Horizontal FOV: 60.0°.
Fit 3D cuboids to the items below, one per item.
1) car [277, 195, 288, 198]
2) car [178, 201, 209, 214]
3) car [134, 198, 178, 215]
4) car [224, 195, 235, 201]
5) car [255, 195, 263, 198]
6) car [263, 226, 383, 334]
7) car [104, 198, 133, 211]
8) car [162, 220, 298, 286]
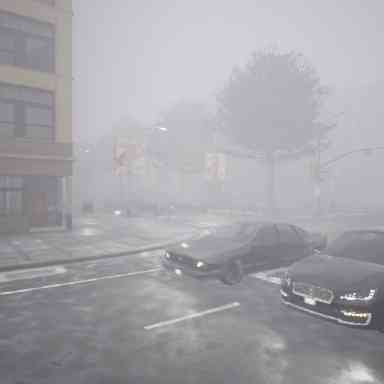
[{"bbox_3d":[18.256,1.320,69.210,2.002,1.452,4.674,0,0,-36],"label":"car"},{"bbox_3d":[-0.277,1.601,34.989,1.895,1.301,4.718,0,0,-36],"label":"car"},{"bbox_3d":[-3.736,1.601,33.803,1.895,1.301,4.718,0,0,-36],"label":"car"},{"bbox_3d":[7.772,1.413,76.682,2.161,1.482,4.786,0,0,-36],"label":"car"},{"bbox_3d":[17.416,1.463,83.141,1.895,1.301,4.718,0,0,-36],"label":"car"},{"bbox_3d":[3.870,1.505,6.761,4.892,1.490,1.837,0,0,-36],"label":"car"},{"bbox_3d":[-9.632,1.505,42.027,1.837,1.490,4.892,0,0,-35],"label":"car"},{"bbox_3d":[1.830,1.548,9.605,5.357,1.411,2.033,0,0,-36],"label":"car"}]
